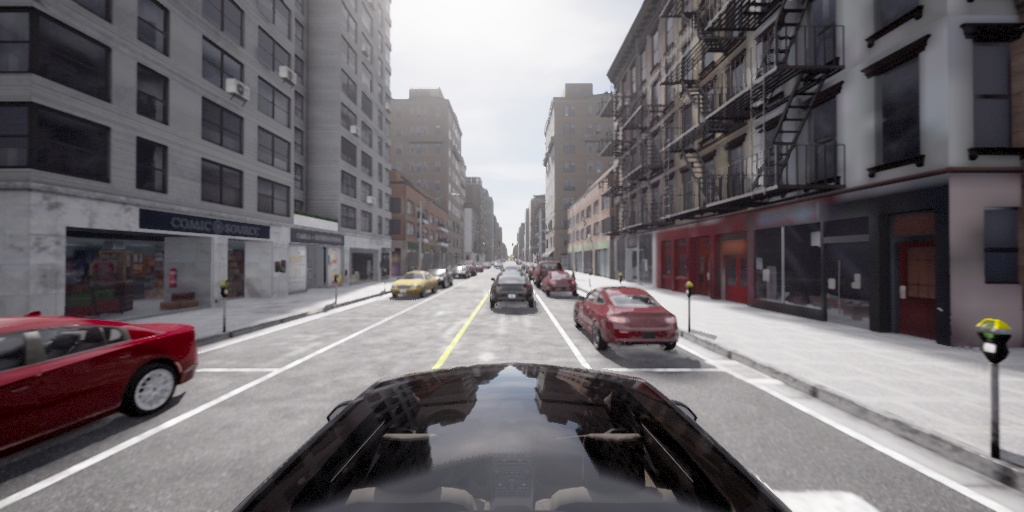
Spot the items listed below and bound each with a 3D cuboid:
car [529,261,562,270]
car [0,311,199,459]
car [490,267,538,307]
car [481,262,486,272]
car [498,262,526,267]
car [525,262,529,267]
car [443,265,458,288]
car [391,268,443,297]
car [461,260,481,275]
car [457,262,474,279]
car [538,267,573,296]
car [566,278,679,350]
[{"bbox_3d":[2.631,1.287,26.018,2.192,1.841,5.009,0,0,0],"label":"car"},{"bbox_3d":[-5.389,1.309,3.283,1.888,1.381,4.507,0,0,0],"label":"car"},{"bbox_3d":[0.001,1.411,16.229,1.812,1.442,4.674,0,0,0],"label":"car"},{"bbox_3d":[-5.400,1.662,54.418,1.967,1.591,4.097,0,0,0],"label":"car"},{"bbox_3d":[-0.003,1.526,31.154,1.837,1.490,4.892,0,0,0],"label":"car"},{"bbox_3d":[2.629,1.512,37.380,1.967,1.591,4.097,0,0,0],"label":"car"},{"bbox_3d":[-5.394,1.538,26.010,1.948,1.339,4.313,0,0,0],"label":"car"},{"bbox_3d":[-5.392,1.448,20.159,1.751,1.417,4.829,0,0,0],"label":"car"},{"bbox_3d":[-5.398,1.437,43.055,2.192,1.841,5.009,0,0,0],"label":"car"},{"bbox_3d":[-5.396,1.638,37.373,1.948,1.339,4.313,0,0,0],"label":"car"},{"bbox_3d":[2.633,1.505,20.337,1.802,1.307,4.207,0,0,0],"label":"car"},{"bbox_3d":[2.635,1.401,8.974,1.802,1.307,4.207,0,0,0],"label":"car"}]
